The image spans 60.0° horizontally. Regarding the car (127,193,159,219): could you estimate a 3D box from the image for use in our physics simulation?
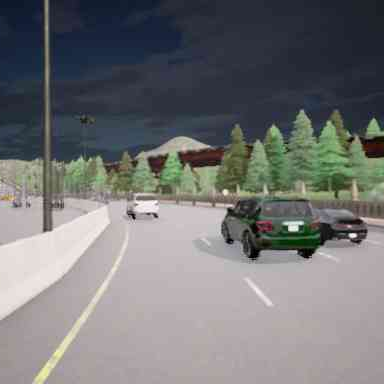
[{"bbox_3d":[-4.338,1.145,28.777,2.150,2.045,5.566,0,0,-17],"label":"car"}]

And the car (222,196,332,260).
[{"bbox_3d":[2.667,1.157,12.468,2.150,2.045,5.566,0,0,-7],"label":"car"}]

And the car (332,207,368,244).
[{"bbox_3d":[5.803,1.409,15.079,1.837,1.490,4.892,0,0,-8],"label":"car"}]

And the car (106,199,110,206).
[{"bbox_3d":[-14.388,1.453,51.711,2.033,1.411,5.357,-1,0,-32],"label":"car"}]
